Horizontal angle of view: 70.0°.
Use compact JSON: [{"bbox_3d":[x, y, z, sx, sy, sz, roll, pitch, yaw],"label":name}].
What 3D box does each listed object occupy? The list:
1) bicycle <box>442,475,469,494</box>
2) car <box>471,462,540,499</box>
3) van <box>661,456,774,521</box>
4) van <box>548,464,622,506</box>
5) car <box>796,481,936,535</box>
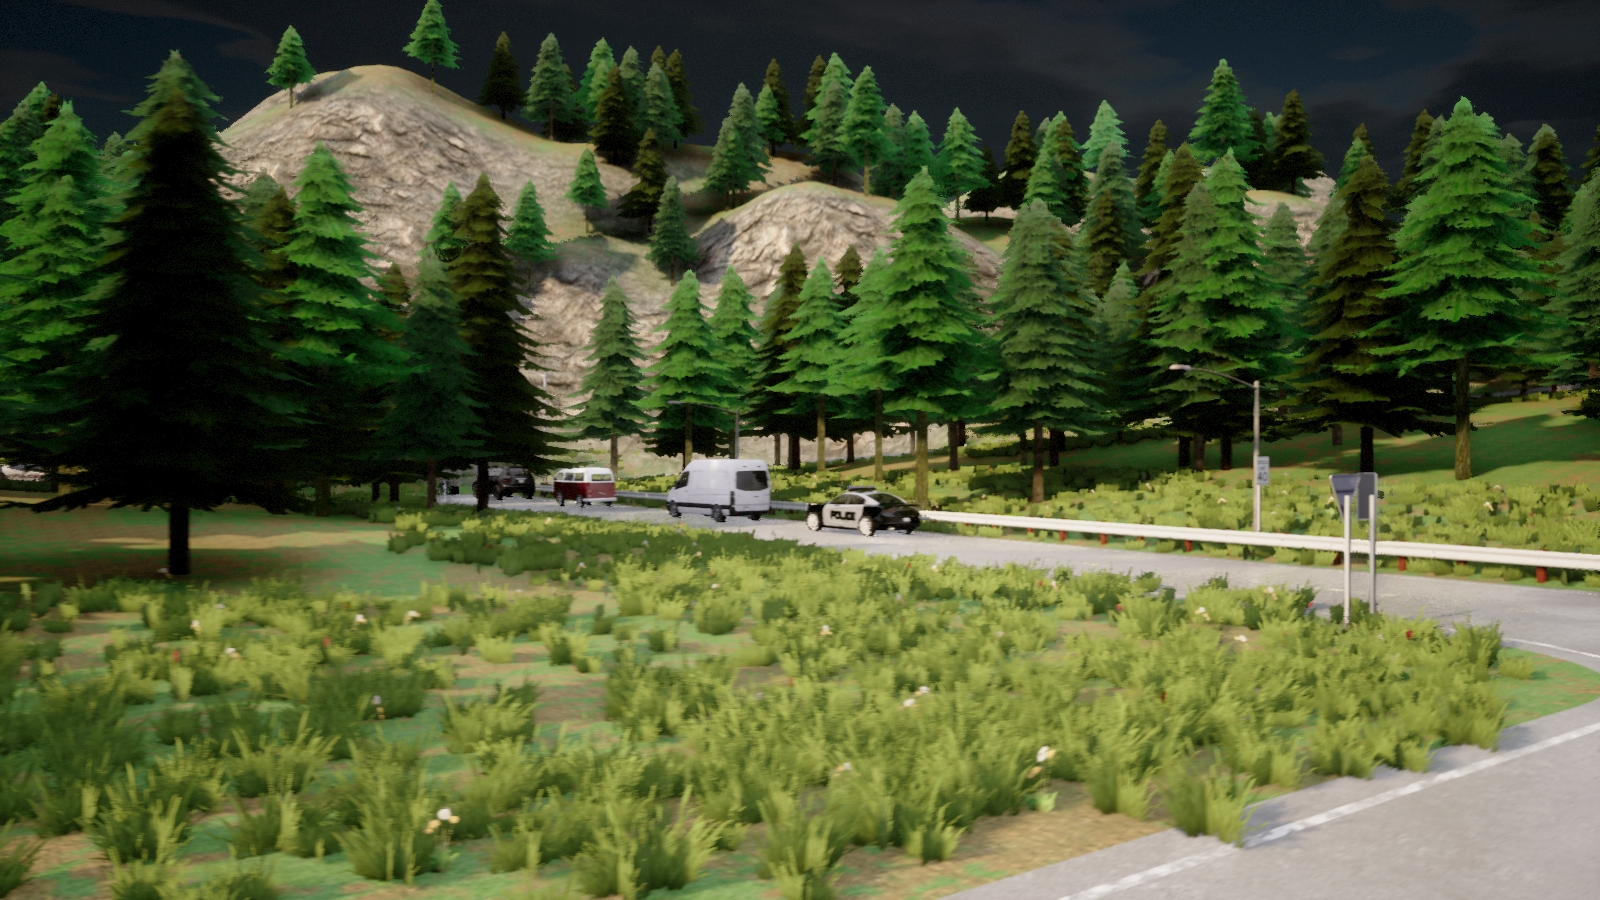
[{"bbox_3d":[-21.968,2.212,72.878,1.487,1.176,0.859,-1,1,37],"label":"bicycle"},{"bbox_3d":[-17.698,1.780,68.476,2.150,2.045,5.566,0,0,-36],"label":"car"},{"bbox_3d":[-3.574,1.534,48.323,1.988,2.561,5.915,0,0,-35],"label":"van"},{"bbox_3d":[-11.166,1.783,59.149,2.069,2.038,4.480,0,0,-35],"label":"van"},{"bbox_3d":[2.235,1.983,40.252,2.097,1.638,5.238,0,0,-35],"label":"car"}]
